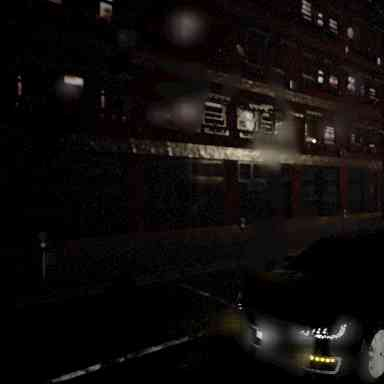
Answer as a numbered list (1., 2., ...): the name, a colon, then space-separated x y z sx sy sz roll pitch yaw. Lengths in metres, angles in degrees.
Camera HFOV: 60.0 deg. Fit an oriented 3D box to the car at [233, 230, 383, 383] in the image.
1. car: 2.819 1.448 5.391 4.892 1.490 1.837 -1 0 -36
